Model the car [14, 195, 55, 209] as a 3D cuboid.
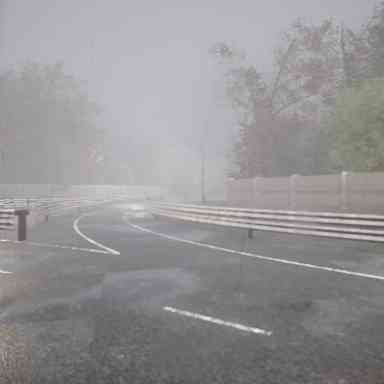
[{"bbox_3d":[-19.277,1.165,40.977,2.097,1.767,4.553,0,1,43],"label":"car"}]
